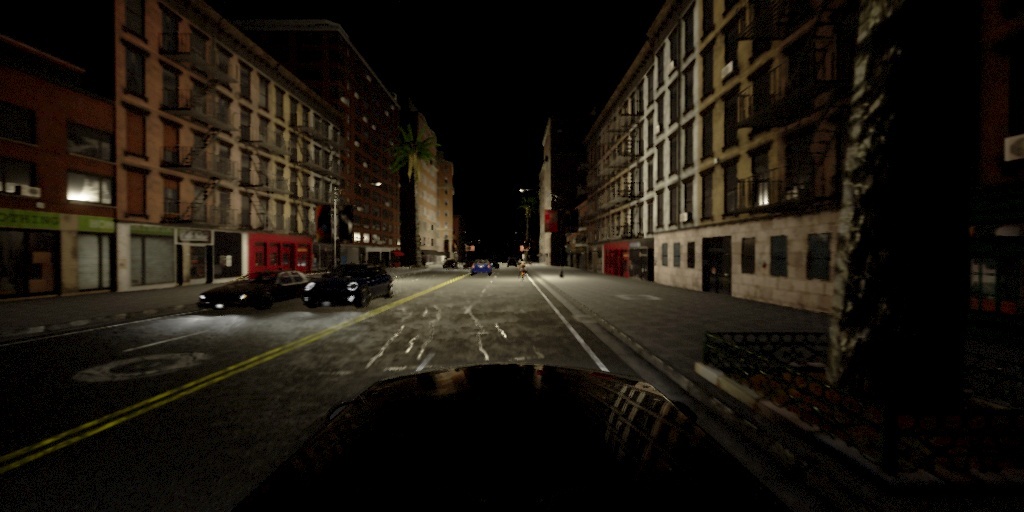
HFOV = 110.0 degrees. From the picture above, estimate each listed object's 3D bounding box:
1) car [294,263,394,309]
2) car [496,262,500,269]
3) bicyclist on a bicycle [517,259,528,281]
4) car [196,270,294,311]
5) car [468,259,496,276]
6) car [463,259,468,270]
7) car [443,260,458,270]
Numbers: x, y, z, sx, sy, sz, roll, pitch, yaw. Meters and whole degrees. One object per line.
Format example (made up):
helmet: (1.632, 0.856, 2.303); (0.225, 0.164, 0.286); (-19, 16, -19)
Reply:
car: (-6.601, 1.109, 14.995); (2.097, 1.767, 4.553); (0, 0, 0)
car: (-3.159, 1.464, 60.513); (1.994, 1.385, 4.181); (0, 0, 0)
bicyclist on a bicycle: (0.873, 1.224, 29.055); (0.866, 1.612, 1.509); (0, 0, 0)
car: (-9.853, 1.304, 14.738); (2.033, 1.411, 5.357); (0, 0, 0)
car: (-3.156, 1.165, 38.723); (2.097, 1.767, 4.553); (0, 0, 0)
car: (-6.558, 1.236, 57.336); (2.097, 1.767, 4.553); (0, 0, 0)
car: (-9.803, 1.387, 57.262); (1.837, 1.490, 4.892); (0, 0, 1)
